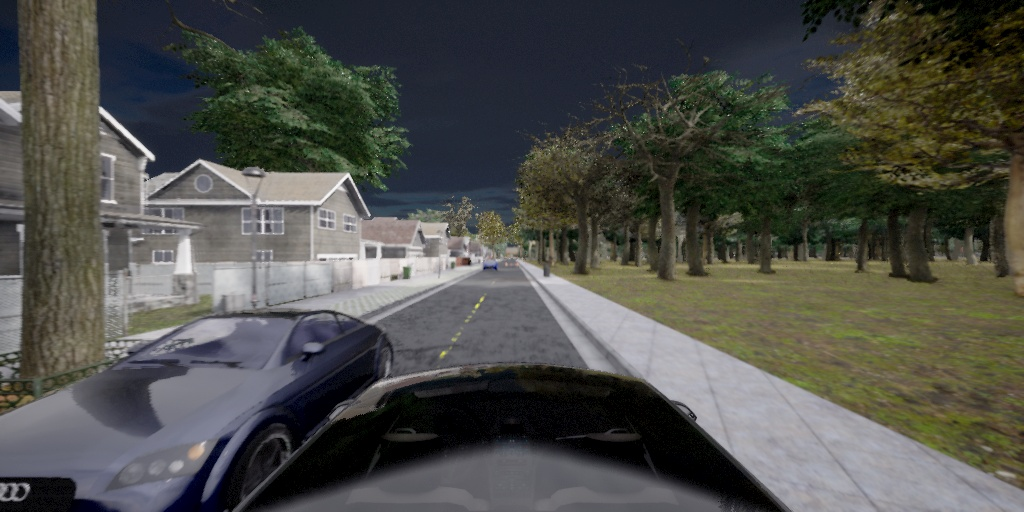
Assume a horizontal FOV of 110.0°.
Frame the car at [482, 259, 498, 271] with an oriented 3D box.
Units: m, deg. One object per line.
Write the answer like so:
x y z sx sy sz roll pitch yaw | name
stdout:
-2.823 1.193 47.338 1.882 1.535 5.008 0 0 0 | car

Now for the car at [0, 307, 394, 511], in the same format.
-2.851 1.312 3.985 1.994 1.385 4.181 0 0 0 | car

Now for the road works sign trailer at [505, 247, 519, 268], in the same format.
0.001 0.177 61.513 2.380 3.560 2.880 0 0 0 | road works sign trailer
